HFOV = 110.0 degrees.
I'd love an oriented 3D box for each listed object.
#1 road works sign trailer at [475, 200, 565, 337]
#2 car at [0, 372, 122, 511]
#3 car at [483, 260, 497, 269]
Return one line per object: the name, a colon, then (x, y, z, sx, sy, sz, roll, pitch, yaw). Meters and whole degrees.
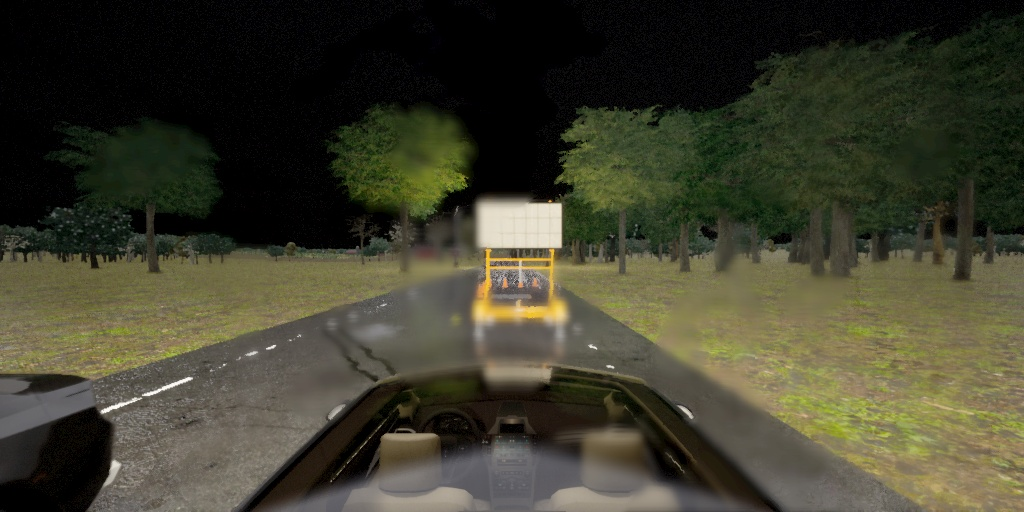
road works sign trailer: (0.240, 0.210, 10.246, 2.380, 3.560, 2.880, 0, 0, 2)
car: (-3.599, 1.242, 0.320, 2.128, 1.511, 4.902, 0, 0, 0)
car: (-3.393, 1.287, 55.765, 1.837, 1.490, 4.892, 0, 0, 0)
